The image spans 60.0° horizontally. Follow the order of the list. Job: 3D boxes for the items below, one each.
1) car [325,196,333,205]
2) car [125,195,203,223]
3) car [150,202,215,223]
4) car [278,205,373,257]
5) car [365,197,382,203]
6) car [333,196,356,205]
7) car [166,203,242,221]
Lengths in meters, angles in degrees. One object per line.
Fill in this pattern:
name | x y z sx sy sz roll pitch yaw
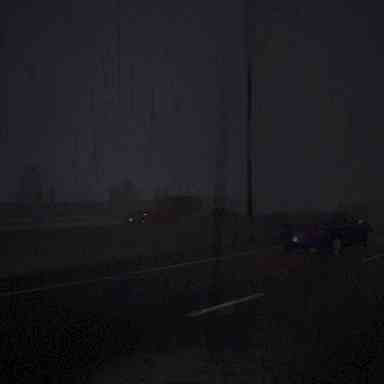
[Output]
car | 24.695 1.484 57.990 1.837 1.490 4.892 0 0 39
car | -1.532 1.250 21.153 5.566 2.045 2.150 0 0 -43
car | -0.646 1.579 26.931 2.033 1.411 5.357 0 0 44
car | 5.380 1.475 13.075 5.008 1.535 1.882 0 0 -42
car | 27.715 1.488 50.580 1.812 1.442 4.674 0 0 39
car | 24.012 1.467 51.562 2.128 1.511 4.902 0 0 39
car | 1.045 1.543 18.836 4.674 1.442 1.812 0 0 -44
